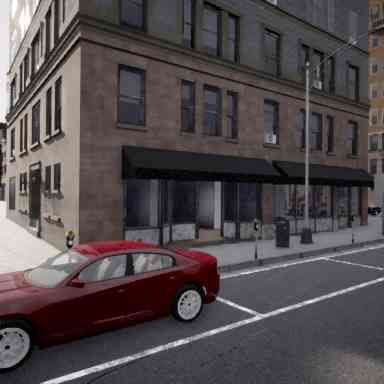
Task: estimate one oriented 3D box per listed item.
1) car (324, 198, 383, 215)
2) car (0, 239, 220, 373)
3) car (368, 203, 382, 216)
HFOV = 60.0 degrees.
[{"bbox_3d":[16.234,1.410,33.312,2.033,1.411,5.357,1,0,-35],"label":"car"},{"bbox_3d":[-1.574,1.545,5.630,4.507,1.381,1.887,0,1,-35],"label":"car"},{"bbox_3d":[14.468,1.443,30.161,1.895,1.301,4.718,1,0,-35],"label":"car"}]
